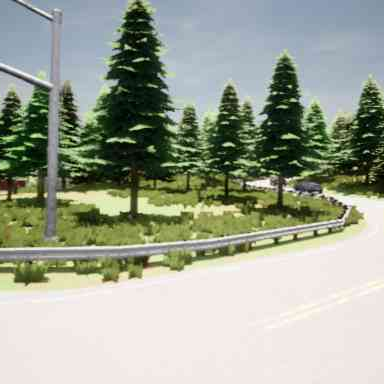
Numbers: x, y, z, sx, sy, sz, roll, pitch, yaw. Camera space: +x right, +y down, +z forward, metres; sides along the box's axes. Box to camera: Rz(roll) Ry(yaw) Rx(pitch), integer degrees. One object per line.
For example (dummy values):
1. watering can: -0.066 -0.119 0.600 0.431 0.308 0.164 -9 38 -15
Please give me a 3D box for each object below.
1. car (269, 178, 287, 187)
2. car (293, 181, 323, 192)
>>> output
1. car: 13.064 -1.588 50.675 1.837 1.490 4.892 1 5 2
2. car: 14.160 -0.626 40.875 1.994 1.385 4.181 2 5 -15
